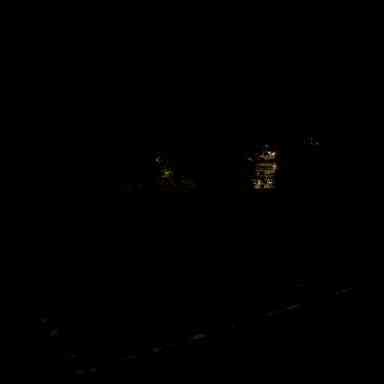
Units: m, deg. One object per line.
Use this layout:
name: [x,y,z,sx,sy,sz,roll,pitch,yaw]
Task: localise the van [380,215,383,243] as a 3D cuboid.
van: [9.000,1.342,12.988,3.998,1.788,1.690,0,0,-36]
